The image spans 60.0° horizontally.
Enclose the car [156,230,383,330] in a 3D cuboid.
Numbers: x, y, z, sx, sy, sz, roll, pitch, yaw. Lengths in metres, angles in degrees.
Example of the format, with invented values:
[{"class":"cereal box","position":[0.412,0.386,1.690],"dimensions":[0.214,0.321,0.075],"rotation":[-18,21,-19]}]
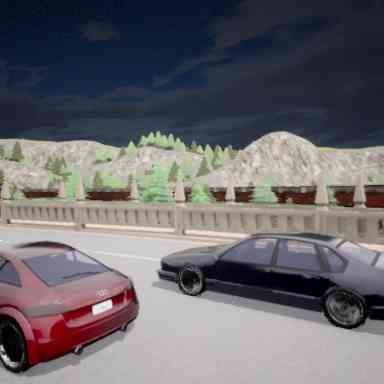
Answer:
[{"class":"car","position":[1.828,1.516,6.820],"dimensions":[5.357,1.411,2.033],"rotation":[0,0,34]}]

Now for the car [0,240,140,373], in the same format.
[{"class":"car","position":[-2.927,1.544,5.624],"dimensions":[4.181,1.385,1.994],"rotation":[0,0,32]}]
